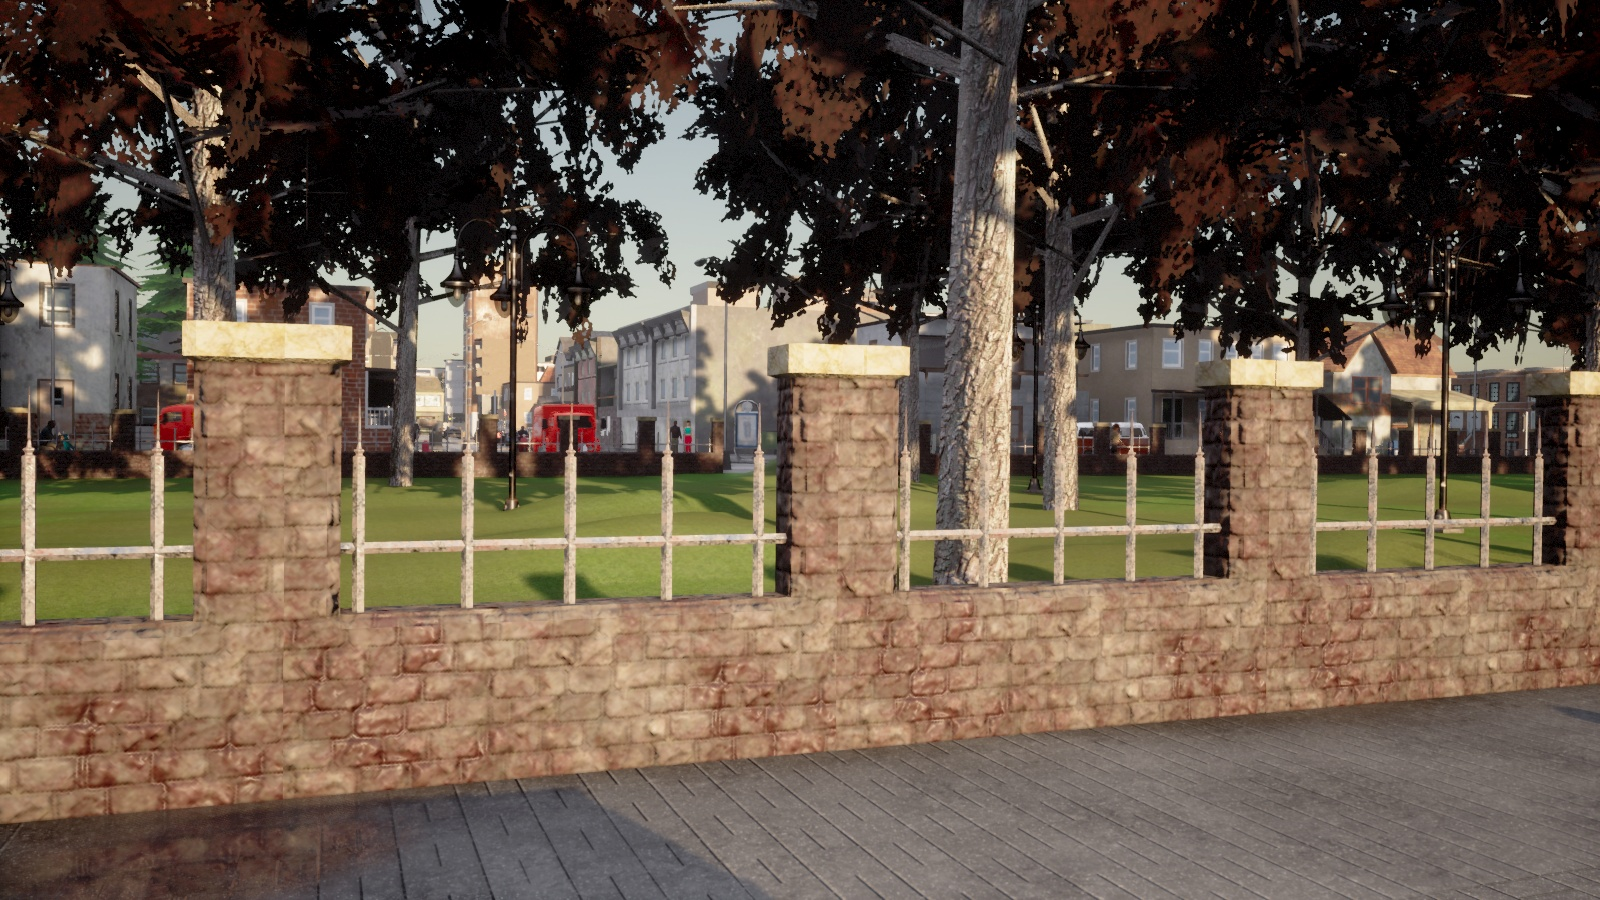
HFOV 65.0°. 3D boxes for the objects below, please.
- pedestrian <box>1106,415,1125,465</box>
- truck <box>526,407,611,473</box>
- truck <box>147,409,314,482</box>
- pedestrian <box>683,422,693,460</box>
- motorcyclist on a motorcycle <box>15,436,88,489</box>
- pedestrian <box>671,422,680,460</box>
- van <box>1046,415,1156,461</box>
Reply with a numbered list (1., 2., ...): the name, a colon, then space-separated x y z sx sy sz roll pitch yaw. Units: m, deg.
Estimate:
1. pedestrian: 11.732 -0.378 46.676 0.594 1.836 0.345 -1 1 -21
2. truck: -9.506 -0.419 51.245 2.627 2.467 5.204 -2 1 -19
3. truck: -20.168 -0.197 44.635 5.204 2.467 2.627 -1 1 -25
4. pedestrian: -5.517 -0.440 61.904 0.345 1.836 0.594 0 1 11
5. motorcyclist on a motorcycle: -23.256 0.367 39.053 1.817 1.590 0.866 -1 1 -22
6. pedestrian: -6.164 -0.435 62.035 0.431 1.840 0.703 -1 1 -6
7. van: 13.751 -0.562 57.438 4.480 2.038 2.069 -1 1 -21
